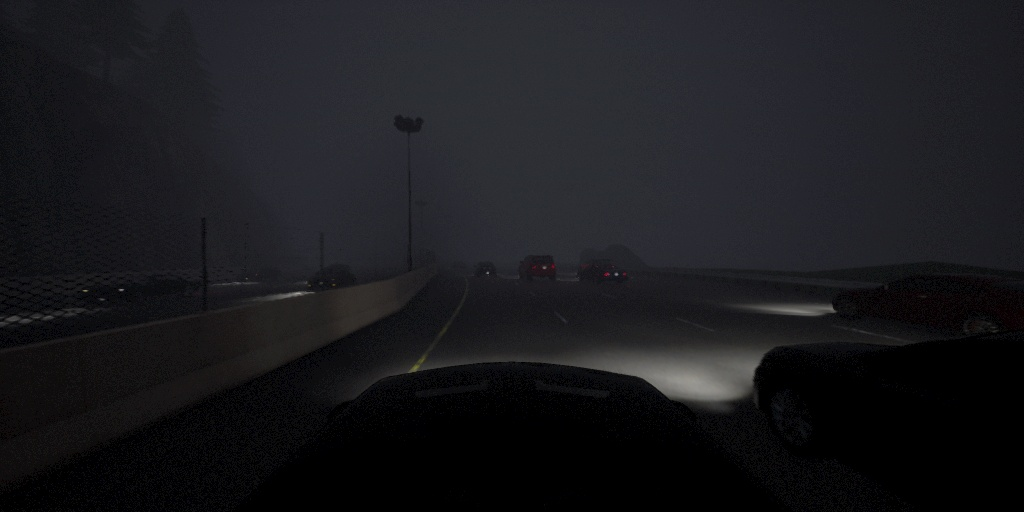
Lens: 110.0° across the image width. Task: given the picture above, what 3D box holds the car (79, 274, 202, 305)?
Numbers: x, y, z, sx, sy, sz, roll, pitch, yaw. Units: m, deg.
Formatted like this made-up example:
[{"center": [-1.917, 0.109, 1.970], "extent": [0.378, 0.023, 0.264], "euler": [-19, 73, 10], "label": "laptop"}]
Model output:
[{"center": [-18.324, 1.608, 18.044], "extent": [1.895, 1.301, 4.718], "euler": [-1, 0, -5], "label": "car"}]

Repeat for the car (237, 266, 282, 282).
[{"center": [-24.062, 1.647, 34.428], "extent": [2.033, 1.411, 5.357], "euler": [-1, 0, -11], "label": "car"}]

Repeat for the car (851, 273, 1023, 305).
[{"center": [10.568, 1.134, 8.778], "extent": [1.812, 1.442, 4.674], "euler": [0, 0, -2], "label": "car"}]

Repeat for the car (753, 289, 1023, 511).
[{"center": [3.680, 1.205, 2.102], "extent": [1.837, 1.490, 4.892], "euler": [0, 0, 0], "label": "car"}]

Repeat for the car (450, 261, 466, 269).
[{"center": [-9.162, 1.463, 60.811], "extent": [1.994, 1.385, 4.181], "euler": [-1, 0, -19], "label": "car"}]

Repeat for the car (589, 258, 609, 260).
[{"center": [8.075, 1.004, 34.375], "extent": [2.097, 1.767, 4.553], "euler": [-1, 0, -10], "label": "car"}]

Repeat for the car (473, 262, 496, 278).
[{"center": [-2.707, 1.305, 35.454], "extent": [1.837, 1.490, 4.892], "euler": [0, 0, -11], "label": "car"}]

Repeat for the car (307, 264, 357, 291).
[{"center": [-11.936, 1.486, 23.980], "extent": [1.994, 1.385, 4.181], "euler": [-1, 0, -7], "label": "car"}]

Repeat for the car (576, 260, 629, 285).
[{"center": [6.275, 1.221, 25.451], "extent": [2.033, 1.411, 5.357], "euler": [-1, 0, -9], "label": "car"}]

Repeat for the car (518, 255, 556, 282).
[{"center": [1.978, 0.956, 29.247], "extent": [2.150, 2.045, 5.566], "euler": [0, 0, -9], "label": "car"}]

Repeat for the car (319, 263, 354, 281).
[{"center": [-17.106, 1.509, 35.257], "extent": [1.837, 1.490, 4.892], "euler": [-1, 0, -11], "label": "car"}]
